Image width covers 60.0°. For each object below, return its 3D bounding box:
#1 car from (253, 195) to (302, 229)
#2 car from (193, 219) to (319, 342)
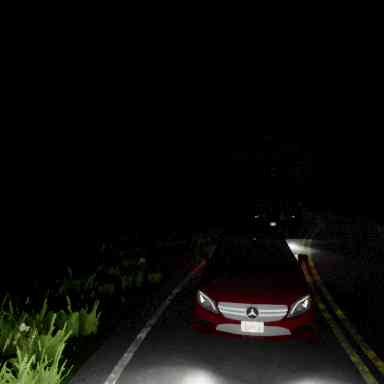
[{"bbox_3d":[4.992,1.215,18.888,2.150,2.045,5.566,-2,-1,22],"label":"car"},{"bbox_3d":[1.227,1.534,6.715,1.812,1.442,4.674,-1,0,11],"label":"car"}]
